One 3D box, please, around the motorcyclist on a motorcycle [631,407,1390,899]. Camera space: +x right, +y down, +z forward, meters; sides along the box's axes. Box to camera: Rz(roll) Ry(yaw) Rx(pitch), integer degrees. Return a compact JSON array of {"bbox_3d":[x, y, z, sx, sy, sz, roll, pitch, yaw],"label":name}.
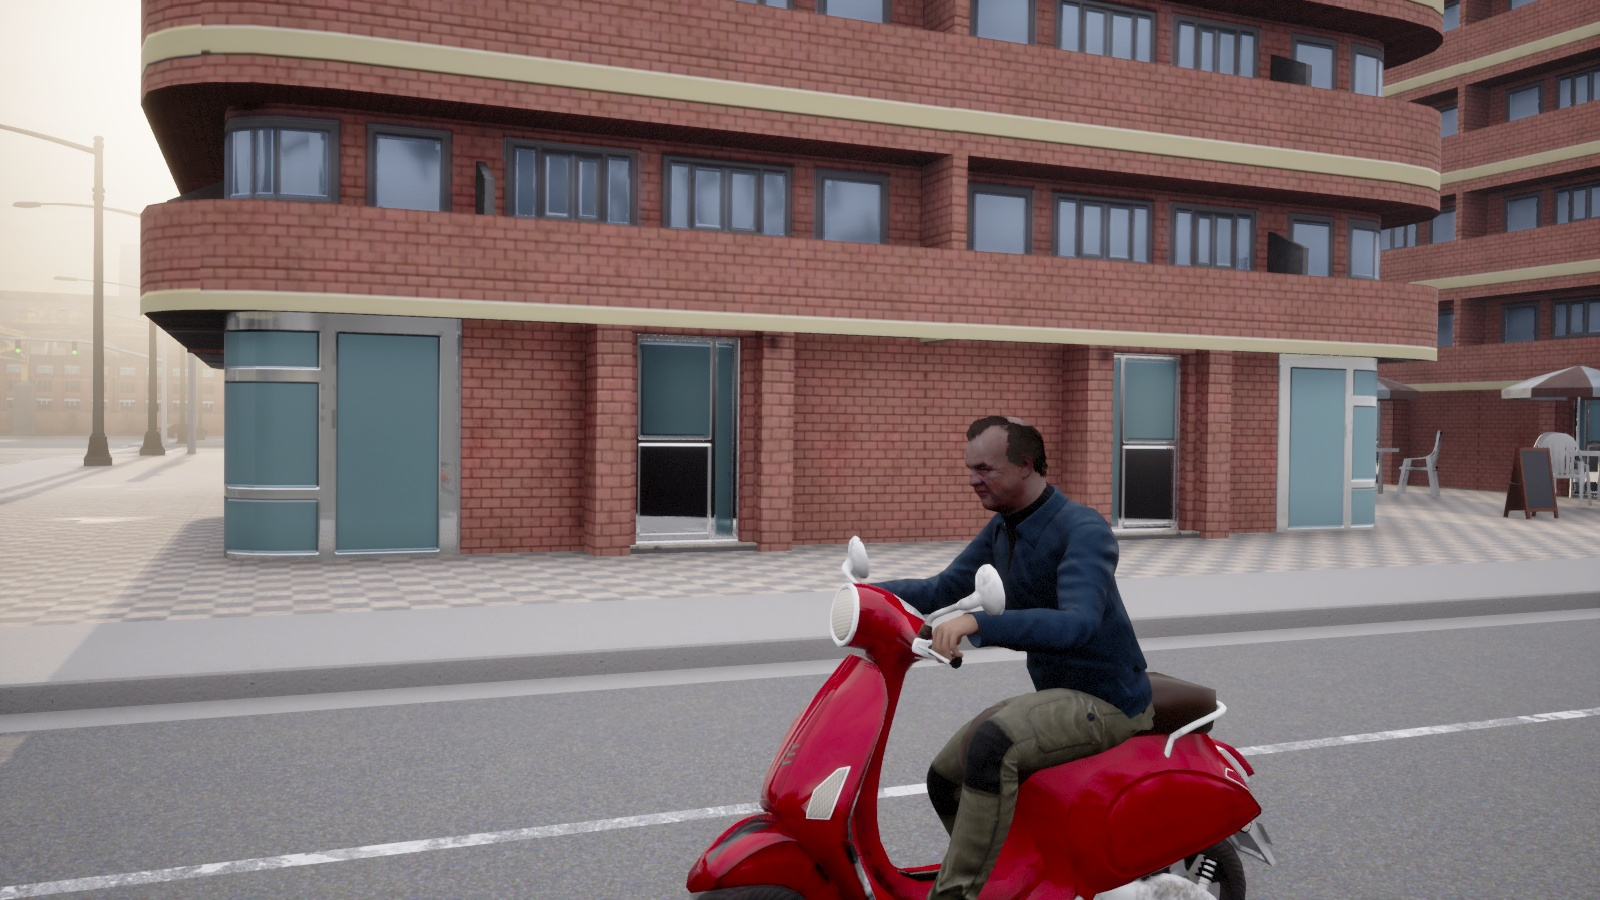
[{"bbox_3d":[0.546,0.691,3.382,1.817,1.590,0.866,-1,1,-21],"label":"motorcyclist on a motorcycle"}]
